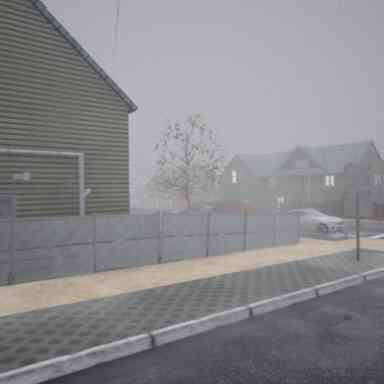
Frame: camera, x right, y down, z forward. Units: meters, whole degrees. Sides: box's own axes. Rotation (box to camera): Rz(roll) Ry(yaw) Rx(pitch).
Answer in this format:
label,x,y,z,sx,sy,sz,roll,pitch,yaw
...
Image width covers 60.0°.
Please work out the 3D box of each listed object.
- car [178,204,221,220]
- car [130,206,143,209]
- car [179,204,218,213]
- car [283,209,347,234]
label,x,y,z,sx,sy,sz,roll,pitch,yaw
car,0.719,2.094,36.019,1.882,1.535,5.008,-1,-1,-36
car,-6.987,2.441,41.713,1.994,1.385,4.181,-1,-1,-35
car,0.756,2.109,30.907,2.033,1.411,5.357,-1,-1,-36
car,7.527,1.812,21.480,1.812,1.442,4.674,-1,-1,-36
